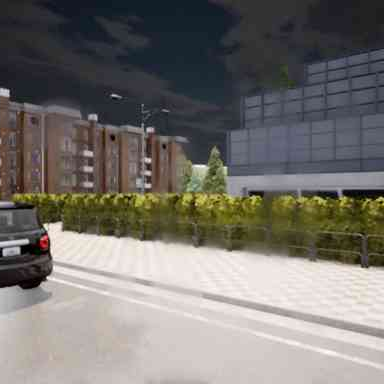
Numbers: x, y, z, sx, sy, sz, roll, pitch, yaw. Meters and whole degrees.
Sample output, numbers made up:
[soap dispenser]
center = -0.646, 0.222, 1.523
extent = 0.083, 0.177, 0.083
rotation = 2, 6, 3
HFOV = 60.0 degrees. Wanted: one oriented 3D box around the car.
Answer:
[car]
center = -5.569, 1.221, 7.908
extent = 5.566, 2.045, 2.150
rotation = 0, 0, 36
